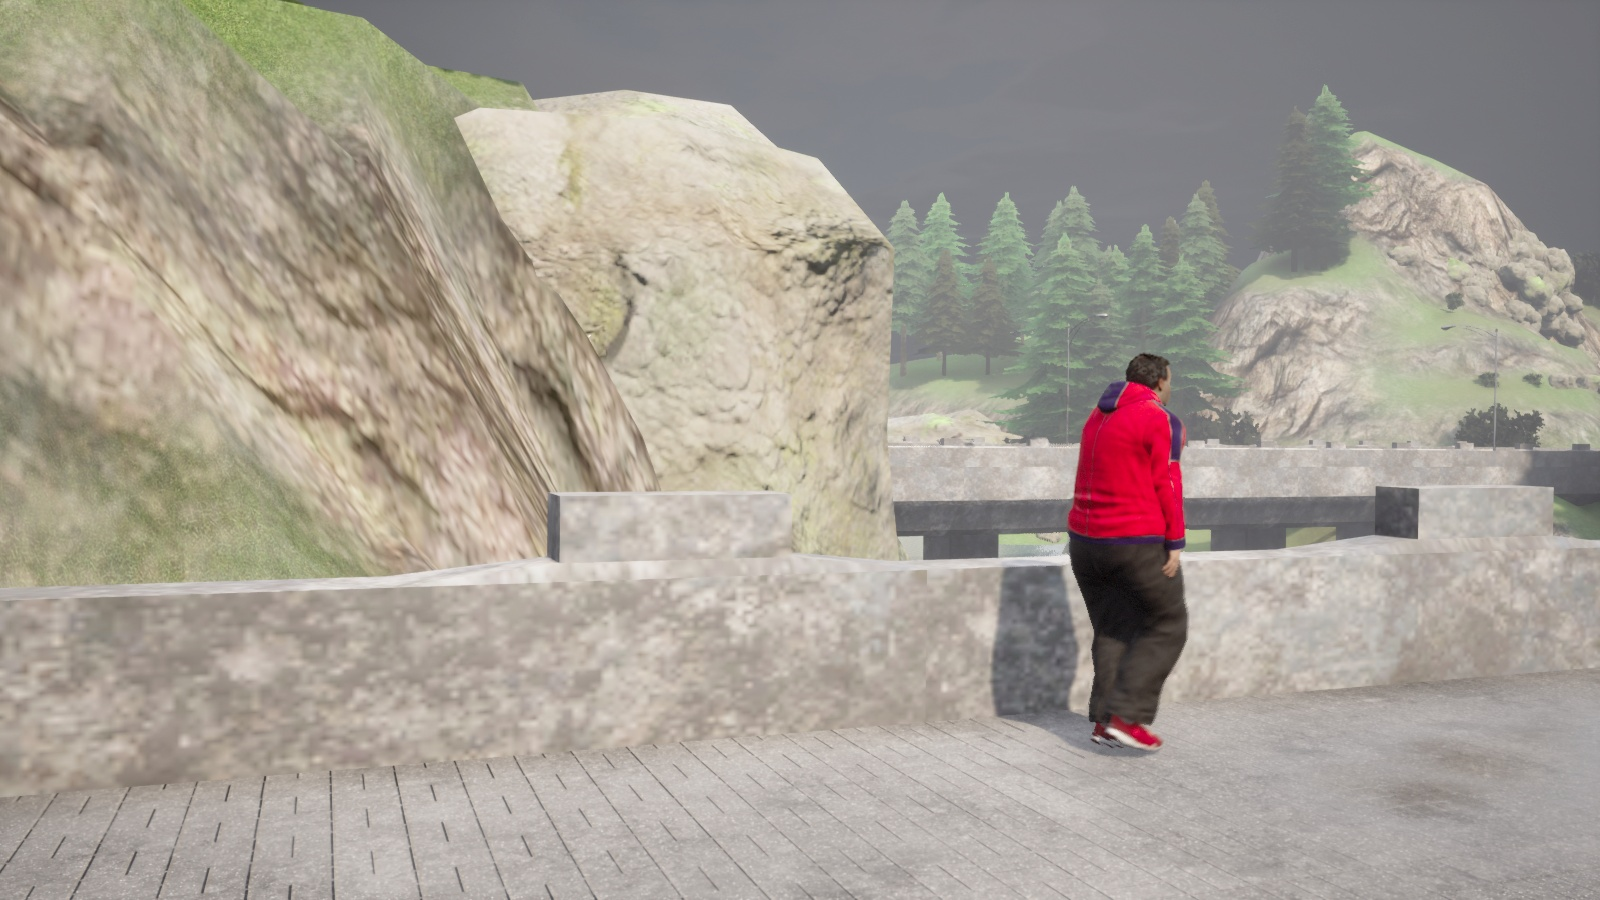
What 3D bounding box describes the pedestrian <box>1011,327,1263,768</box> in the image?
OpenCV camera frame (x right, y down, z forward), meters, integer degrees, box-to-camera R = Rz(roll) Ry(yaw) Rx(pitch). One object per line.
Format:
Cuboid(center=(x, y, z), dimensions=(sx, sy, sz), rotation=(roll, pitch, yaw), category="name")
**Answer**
Cuboid(center=(1.523, 0.399, 5.710), dimensions=(0.899, 1.844, 0.634), rotation=(-1, 1, -25), category="pedestrian")
